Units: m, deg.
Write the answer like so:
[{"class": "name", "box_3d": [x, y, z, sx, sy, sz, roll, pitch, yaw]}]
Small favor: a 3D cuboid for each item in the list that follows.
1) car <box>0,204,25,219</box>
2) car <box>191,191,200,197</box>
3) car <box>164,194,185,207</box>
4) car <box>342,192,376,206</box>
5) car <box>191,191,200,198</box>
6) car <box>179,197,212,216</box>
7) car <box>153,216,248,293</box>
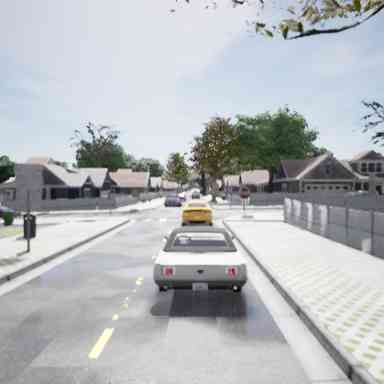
[{"class": "car", "box_3d": [-17.288, 1.760, 29.278, 4.674, 1.442, 1.812, -1, 1, 0]}, {"class": "car", "box_3d": [0.825, 0.944, 74.104, 2.128, 1.511, 4.902, 0, 0, 1]}, {"class": "car", "box_3d": [-2.401, 1.032, 42.979, 2.097, 1.767, 4.553, 0, 0, 2]}, {"class": "car", "box_3d": [15.492, 0.792, 32.102, 4.902, 1.511, 2.128, -2, 1, 0]}, {"class": "car", "box_3d": [0.942, 0.537, 84.491, 2.097, 1.767, 4.553, 0, 0, 1]}, {"class": "car", "box_3d": [0.333, 1.329, 22.144, 1.882, 1.535, 5.008, 0, 0, 0]}, {"class": "car", "box_3d": [0.196, 1.550, 8.717, 1.895, 1.301, 4.718, 0, 0, 1]}]
